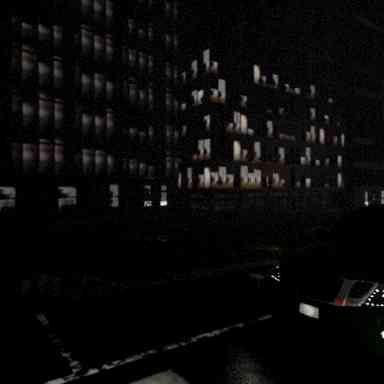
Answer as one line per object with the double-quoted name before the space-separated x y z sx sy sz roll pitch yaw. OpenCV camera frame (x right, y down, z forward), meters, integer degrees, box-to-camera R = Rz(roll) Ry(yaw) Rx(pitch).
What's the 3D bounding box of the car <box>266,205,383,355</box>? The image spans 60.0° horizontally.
"car" 3.833 1.279 6.131 5.566 2.045 2.150 1 0 -36
